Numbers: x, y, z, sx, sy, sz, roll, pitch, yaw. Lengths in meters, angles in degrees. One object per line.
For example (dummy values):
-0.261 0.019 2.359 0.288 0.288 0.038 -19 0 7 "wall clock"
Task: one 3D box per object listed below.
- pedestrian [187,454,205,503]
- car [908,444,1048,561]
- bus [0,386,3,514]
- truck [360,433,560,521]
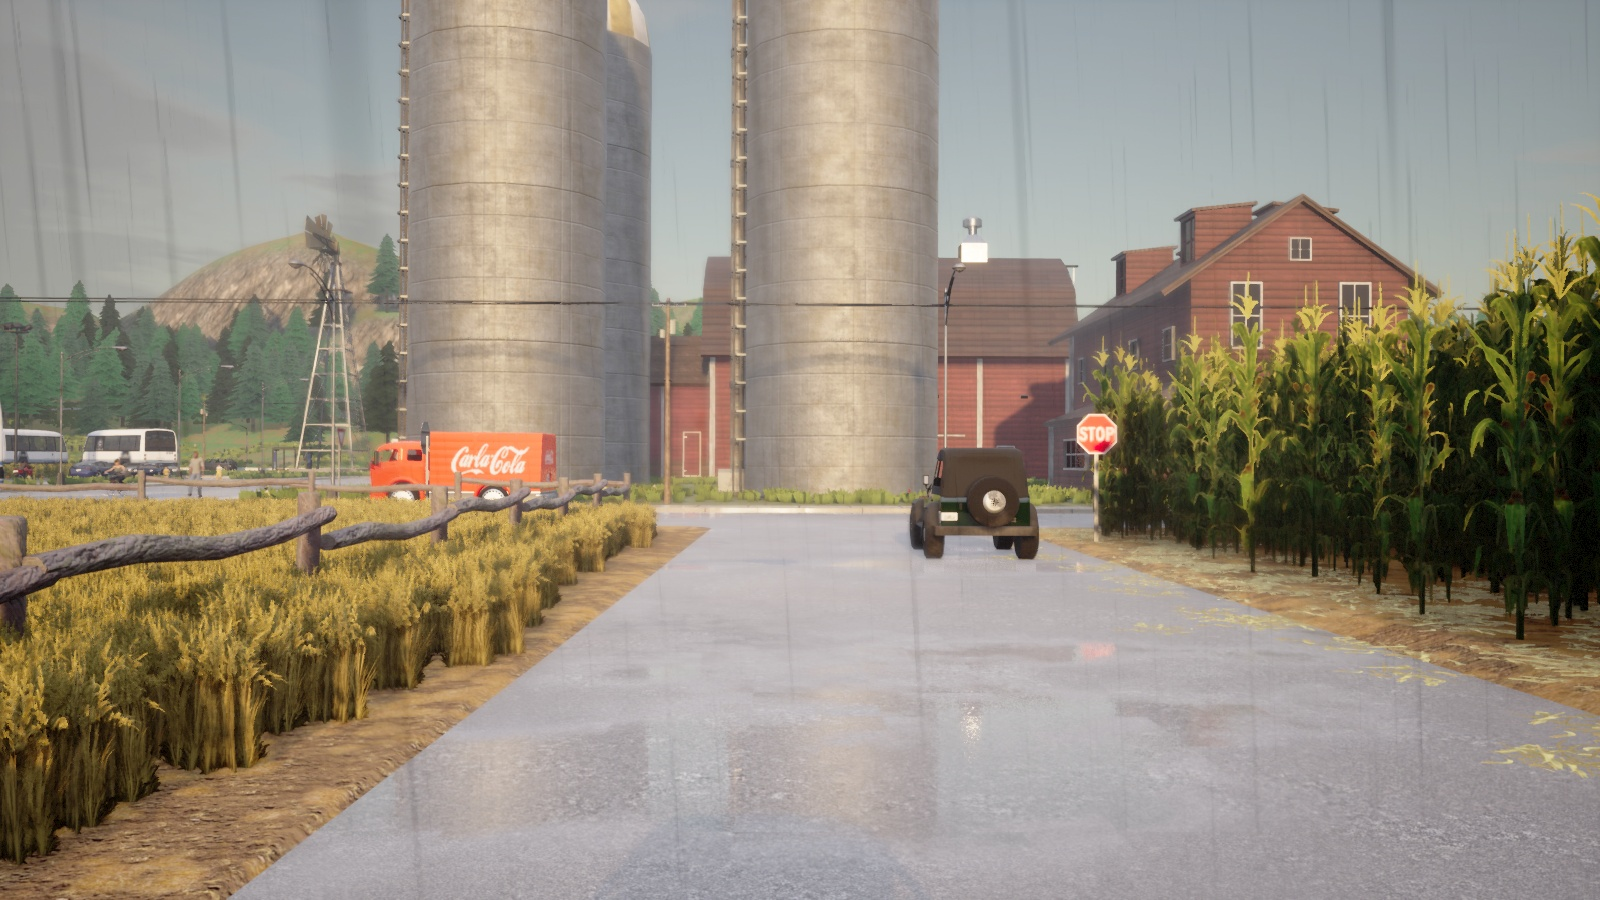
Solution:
-22.797 1.068 47.374 0.354 1.836 0.706 0 -1 -1 "pedestrian"
3.037 0.871 22.190 1.905 1.878 3.866 0 -1 0 "car"
-30.943 -0.014 38.534 3.944 4.253 10.273 -1 -1 31 "bus"
-9.943 0.779 37.099 5.204 2.467 2.627 0 -1 1 "truck"
